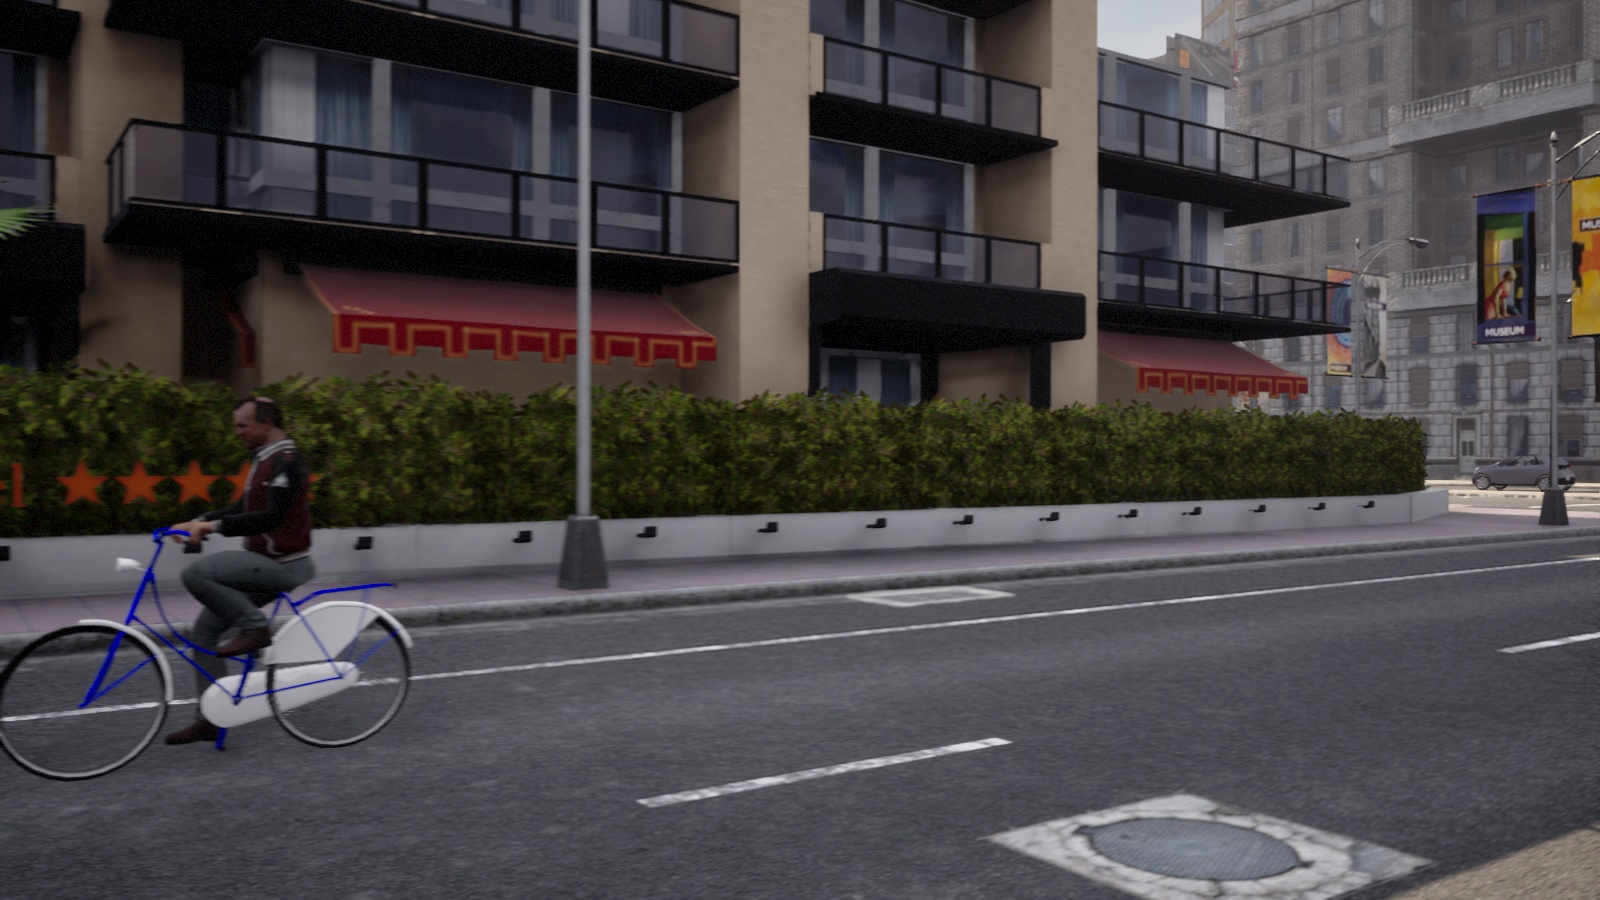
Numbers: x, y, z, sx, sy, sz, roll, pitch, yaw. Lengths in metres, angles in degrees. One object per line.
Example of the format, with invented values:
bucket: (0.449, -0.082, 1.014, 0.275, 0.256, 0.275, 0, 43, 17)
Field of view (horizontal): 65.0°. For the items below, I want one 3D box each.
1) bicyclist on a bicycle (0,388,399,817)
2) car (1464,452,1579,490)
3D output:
bicyclist on a bicycle: (-2.913, 0.636, 5.896, 1.843, 1.776, 0.659, 0, 0, -35)
car: (29.497, 0.822, 51.442, 1.845, 1.501, 3.633, 0, 0, -35)
